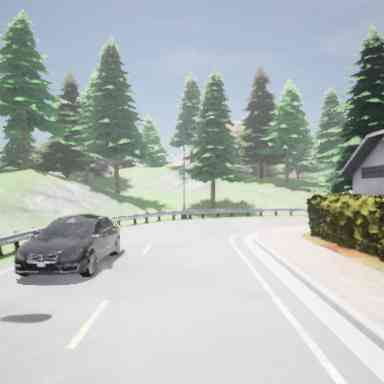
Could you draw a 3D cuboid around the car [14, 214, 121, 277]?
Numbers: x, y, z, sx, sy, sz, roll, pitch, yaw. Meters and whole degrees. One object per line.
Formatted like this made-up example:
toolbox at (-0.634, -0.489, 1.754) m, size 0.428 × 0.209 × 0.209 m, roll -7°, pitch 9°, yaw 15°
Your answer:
car at (-3.515, 1.482, 10.288) m, size 1.837 × 1.490 × 4.892 m, roll 0°, pitch 0°, yaw 1°
